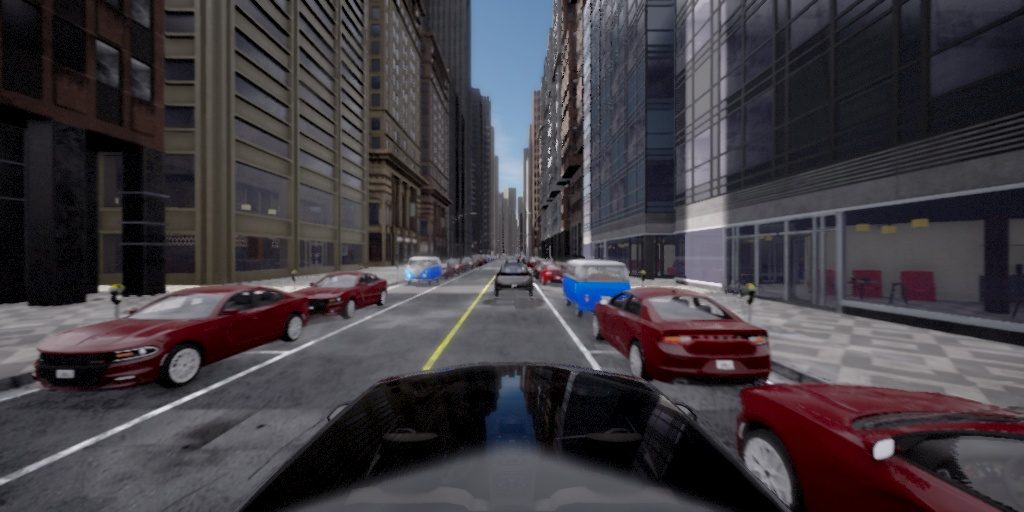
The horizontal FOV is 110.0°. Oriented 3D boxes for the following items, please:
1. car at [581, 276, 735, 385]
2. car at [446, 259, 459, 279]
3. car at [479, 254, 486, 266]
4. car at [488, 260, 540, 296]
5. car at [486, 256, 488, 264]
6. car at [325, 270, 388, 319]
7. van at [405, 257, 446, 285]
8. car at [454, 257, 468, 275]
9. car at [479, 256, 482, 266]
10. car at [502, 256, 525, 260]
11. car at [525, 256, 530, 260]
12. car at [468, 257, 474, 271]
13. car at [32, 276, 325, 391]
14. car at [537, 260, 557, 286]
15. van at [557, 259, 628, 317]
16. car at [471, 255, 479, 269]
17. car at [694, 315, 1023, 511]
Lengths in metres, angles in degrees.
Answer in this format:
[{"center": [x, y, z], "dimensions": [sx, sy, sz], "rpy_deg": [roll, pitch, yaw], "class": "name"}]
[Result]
[{"center": [2.761, 1.260, 6.887], "dimensions": [1.888, 1.381, 4.507], "rpy_deg": [0, 0, 0], "class": "car"}, {"center": [-5.775, 1.147, 29.281], "dimensions": [1.802, 1.307, 4.207], "rpy_deg": [0, 0, 0], "class": "car"}, {"center": [-5.788, 0.693, 57.289], "dimensions": [2.192, 1.841, 5.009], "rpy_deg": [0, 0, 0], "class": "car"}, {"center": [0.090, 1.128, 18.493], "dimensions": [2.128, 1.511, 4.902], "rpy_deg": [0, 0, 0], "class": "car"}, {"center": [-5.790, 0.924, 62.890], "dimensions": [1.802, 1.307, 4.207], "rpy_deg": [0, 0, 0], "class": "car"}, {"center": [-5.767, 1.223, 12.477], "dimensions": [1.888, 1.381, 4.507], "rpy_deg": [0, 0, 0], "class": "car"}, {"center": [-5.773, 0.944, 23.680], "dimensions": [1.690, 1.789, 3.998], "rpy_deg": [0, 0, 0], "class": "van"}, {"center": [-5.778, 0.968, 34.883], "dimensions": [1.967, 1.591, 4.097], "rpy_deg": [0, 0, 0], "class": "car"}, {"center": [-5.785, 0.981, 51.687], "dimensions": [1.948, 1.339, 4.313], "rpy_deg": [0, 0, 0], "class": "car"}, {"center": [0.083, 1.022, 36.372], "dimensions": [1.837, 1.490, 4.892], "rpy_deg": [0, 0, 0], "class": "car"}, {"center": [2.743, 0.997, 46.101], "dimensions": [1.888, 1.381, 4.507], "rpy_deg": [0, 0, 0], "class": "car"}, {"center": [-5.780, 1.056, 40.484], "dimensions": [1.948, 1.339, 4.313], "rpy_deg": [0, 0, 0], "class": "car"}, {"center": [-5.765, 1.261, 6.874], "dimensions": [1.888, 1.381, 4.507], "rpy_deg": [0, 0, 0], "class": "car"}, {"center": [2.753, 1.147, 23.694], "dimensions": [1.888, 1.381, 4.507], "rpy_deg": [0, 0, 0], "class": "car"}, {"center": [2.758, 1.018, 12.489], "dimensions": [1.690, 1.789, 3.998], "rpy_deg": [0, 0, 0], "class": "van"}, {"center": [-5.783, 0.893, 46.086], "dimensions": [1.967, 1.591, 4.097], "rpy_deg": [0, 0, 0], "class": "car"}, {"center": [2.763, 1.298, 1.285], "dimensions": [1.888, 1.381, 4.507], "rpy_deg": [0, 0, 0], "class": "car"}]
